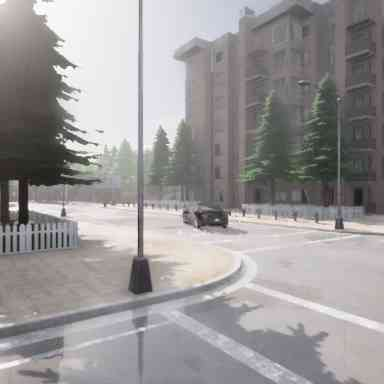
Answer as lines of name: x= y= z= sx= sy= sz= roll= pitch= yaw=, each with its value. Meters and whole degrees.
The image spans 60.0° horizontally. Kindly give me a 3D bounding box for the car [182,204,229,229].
car: x=0.750 y=1.517 z=21.800 sx=1.882 sy=1.535 sz=5.008 roll=0 pitch=0 yaw=-17
